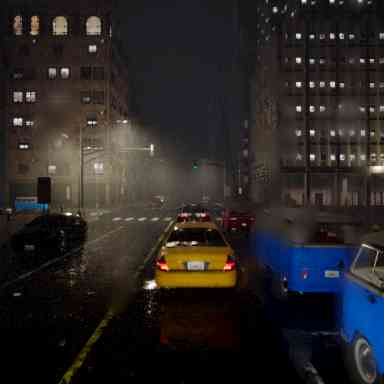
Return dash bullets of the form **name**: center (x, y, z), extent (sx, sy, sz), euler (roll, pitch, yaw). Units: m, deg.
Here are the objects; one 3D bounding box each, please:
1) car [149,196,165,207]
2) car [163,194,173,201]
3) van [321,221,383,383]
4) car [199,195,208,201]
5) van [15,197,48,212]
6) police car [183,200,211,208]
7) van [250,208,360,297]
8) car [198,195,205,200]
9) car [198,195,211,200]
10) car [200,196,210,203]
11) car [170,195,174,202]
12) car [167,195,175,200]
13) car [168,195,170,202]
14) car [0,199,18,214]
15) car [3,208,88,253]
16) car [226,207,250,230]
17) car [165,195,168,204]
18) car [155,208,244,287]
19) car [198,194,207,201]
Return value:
- **car**: center (-5.698, 1.572, 51.852), extent (1.802, 1.307, 4.206), euler (1, 0, 0)
- **car**: center (-5.705, 1.400, 80.109), extent (1.967, 1.590, 4.097), euler (1, 0, 0)
- **van**: center (2.702, 1.342, 2.680), extent (1.690, 1.788, 3.998), euler (1, 0, 0)
- **car**: center (2.673, 1.510, 80.111), extent (2.008, 1.369, 4.403), euler (1, 0, 0)
- **van**: center (-19.749, 1.525, 40.717), extent (3.998, 1.788, 1.690), euler (0, 0, 1)
- **police car**: center (0.094, 1.501, 21.330), extent (2.038, 1.542, 4.974), euler (0, 0, 0)
- **van**: center (2.700, 1.343, 8.257), extent (1.690, 1.788, 3.998), euler (1, 0, 0)
- **car**: center (2.670, 1.472, 91.585), extent (1.752, 1.417, 4.829), euler (1, 0, 0)
- **car**: center (2.679, 1.529, 63.157), extent (2.008, 1.369, 4.403), euler (1, 0, 0)
- **car**: center (2.677, 1.517, 68.808), extent (1.887, 1.381, 4.507), euler (1, 0, 0)
- **car**: center (-5.705, 1.516, 74.458), extent (2.008, 1.369, 4.403), euler (1, 0, 0)
- **car**: center (-5.710, 1.472, 91.243), extent (1.752, 1.417, 4.829), euler (1, 0, 0)
- **car**: center (-5.701, 1.560, 63.155), extent (1.802, 1.307, 4.206), euler (1, 0, 0)
- **car**: center (-19.855, 1.620, 32.336), extent (4.403, 1.369, 2.008), euler (0, 0, 1)
- **car**: center (-5.685, 1.567, 13.837), extent (1.947, 1.339, 4.313), euler (1, 0, 0)
- **car**: center (2.694, 1.545, 19.410), extent (1.887, 1.381, 4.507), euler (1, 0, 0)
- **car**: center (-5.697, 1.424, 57.505), extent (1.967, 1.590, 4.097), euler (1, 0, 0)
- **car**: center (0.094, 1.457, 9.237), extent (1.801, 1.575, 5.366), euler (0, 0, 0)
- **car**: center (2.673, 1.393, 85.763), extent (1.967, 1.590, 4.097), euler (1, 0, 0)
